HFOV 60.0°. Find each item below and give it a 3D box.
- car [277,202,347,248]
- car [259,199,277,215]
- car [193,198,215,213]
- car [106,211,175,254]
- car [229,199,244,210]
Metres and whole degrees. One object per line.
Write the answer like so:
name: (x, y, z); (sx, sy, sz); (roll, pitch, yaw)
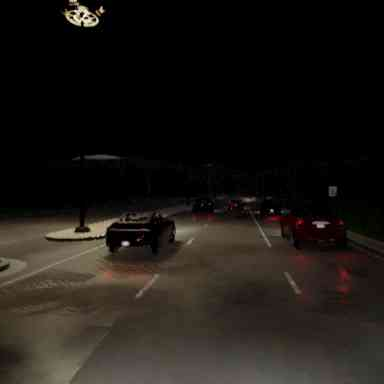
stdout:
car: (5.361, 1.375, 15.212); (2.097, 1.767, 4.553); (0, 0, 8)
car: (8.060, 1.552, 34.521); (1.837, 1.490, 4.892); (0, -1, 8)
car: (1.380, 1.405, 37.227); (2.097, 1.767, 4.553); (0, 0, 8)
car: (-1.913, 1.509, 13.589); (2.128, 1.511, 4.902); (0, 0, 7)
car: (5.928, 1.627, 44.585); (1.994, 1.385, 4.181); (0, 0, 8)
